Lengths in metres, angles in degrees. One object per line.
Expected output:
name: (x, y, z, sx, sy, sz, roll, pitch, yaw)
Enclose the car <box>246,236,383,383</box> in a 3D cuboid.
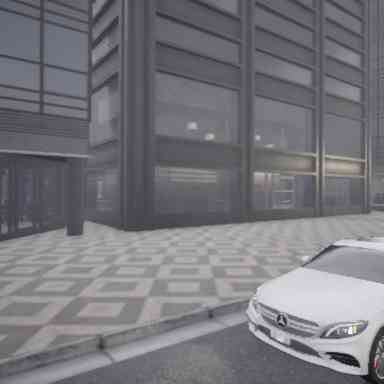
car: (2.986, 1.523, 5.489, 4.674, 1.442, 1.812, 0, 0, -36)
